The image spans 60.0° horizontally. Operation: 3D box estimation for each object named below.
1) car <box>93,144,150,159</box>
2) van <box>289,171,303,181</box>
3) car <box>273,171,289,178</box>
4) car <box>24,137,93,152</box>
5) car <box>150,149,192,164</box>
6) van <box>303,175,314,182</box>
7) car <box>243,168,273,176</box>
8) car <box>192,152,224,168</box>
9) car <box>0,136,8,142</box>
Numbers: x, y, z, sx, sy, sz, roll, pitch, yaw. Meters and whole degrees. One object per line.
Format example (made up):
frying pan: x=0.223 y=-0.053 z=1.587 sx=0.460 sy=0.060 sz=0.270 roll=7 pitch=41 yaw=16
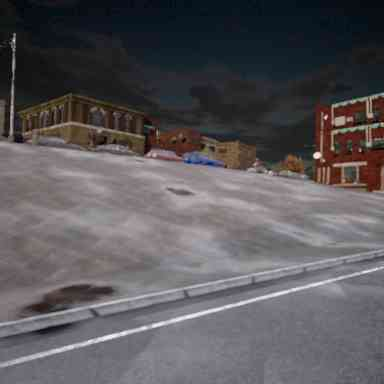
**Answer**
car: x=-6.660 y=-3.400 z=29.708 sx=4.892 sy=1.521 sz=2.231 roll=2 pitch=-1 yaw=-43
van: x=15.937 y=-2.299 z=54.399 sx=1.878 sy=1.987 sz=4.442 roll=1 pitch=-2 yaw=40
car: x=12.300 y=-2.313 z=50.039 sx=2.002 sy=1.452 sz=4.674 roll=1 pitch=-2 yaw=40
car: x=-10.601 y=-3.507 z=25.986 sx=4.674 sy=1.452 sz=2.002 roll=2 pitch=-1 yaw=-42
car: x=-2.649 y=-3.358 z=33.669 sx=4.553 sy=1.767 sz=2.185 roll=2 pitch=-1 yaw=-45
van: x=19.370 y=-2.005 z=58.736 sx=1.878 sy=1.987 sz=4.442 roll=1 pitch=-2 yaw=39
car: x=8.691 y=-2.564 z=45.840 sx=2.002 sy=1.452 sz=4.674 roll=1 pitch=-2 yaw=42
car: x=1.271 y=-3.294 z=37.684 sx=2.435 sy=2.045 sz=5.566 roll=1 pitch=-1 yaw=44
car: x=-14.693 y=-3.664 z=22.285 sx=4.792 sy=1.488 sz=2.163 roll=2 pitch=-1 yaw=-41
